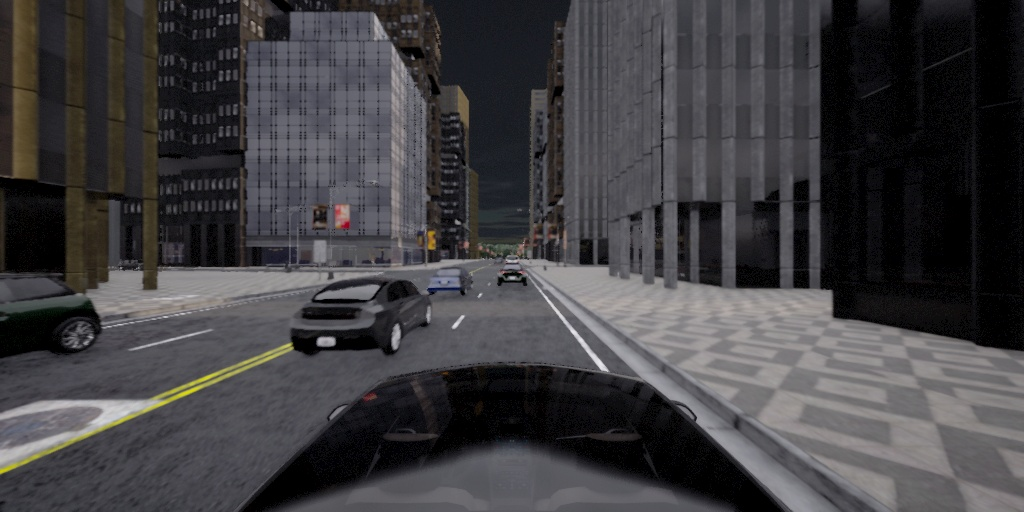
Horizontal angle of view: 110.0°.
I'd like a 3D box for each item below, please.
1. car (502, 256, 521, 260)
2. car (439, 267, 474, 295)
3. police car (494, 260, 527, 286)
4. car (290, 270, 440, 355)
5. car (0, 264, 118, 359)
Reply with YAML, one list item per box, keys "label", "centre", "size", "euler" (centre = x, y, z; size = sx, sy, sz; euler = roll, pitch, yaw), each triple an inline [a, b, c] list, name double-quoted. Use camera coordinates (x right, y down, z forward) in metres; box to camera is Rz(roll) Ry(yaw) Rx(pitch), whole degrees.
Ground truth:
- label: "car"
  centre: [0.110, 0.952, 50.898]
  size: [2.150, 2.045, 5.566]
  euler: [0, 0, 0]
- label: "car"
  centre: [-3.247, 1.299, 19.696]
  size: [2.033, 1.411, 5.357]
  euler: [0, 0, 0]
- label: "police car"
  centre: [0.022, 1.253, 25.688]
  size: [2.038, 1.542, 4.974]
  euler: [0, 0, 0]
- label: "car"
  centre: [-3.249, 1.256, 8.696]
  size: [1.837, 1.490, 4.892]
  euler: [0, 0, 0]
- label: "car"
  centre: [-9.850, 1.104, 5.689]
  size: [2.097, 1.767, 4.553]
  euler: [0, 0, 0]
